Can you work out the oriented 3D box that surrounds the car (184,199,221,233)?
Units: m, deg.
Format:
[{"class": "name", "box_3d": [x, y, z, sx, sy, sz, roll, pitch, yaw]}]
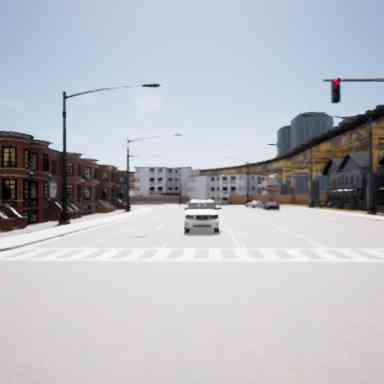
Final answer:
[{"class": "car", "box_3d": [0.713, 1.534, 22.425, 2.150, 2.045, 5.566, -1, -1, 3]}]

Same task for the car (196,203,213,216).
[{"class": "car", "box_3d": [1.576, 2.124, 41.785, 2.033, 1.411, 5.357, -1, -1, 3]}]

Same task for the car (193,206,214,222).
[{"class": "car", "box_3d": [1.144, 2.046, 32.177, 1.895, 1.301, 4.718, -1, -1, 2]}]

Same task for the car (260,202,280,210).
[{"class": "car", "box_3d": [12.630, 2.205, 52.961, 1.994, 1.385, 4.181, 0, -1, -1]}]

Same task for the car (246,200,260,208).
[{"class": "car", "box_3d": [11.800, 2.309, 62.624, 1.812, 1.442, 4.674, 0, -1, -15]}]
